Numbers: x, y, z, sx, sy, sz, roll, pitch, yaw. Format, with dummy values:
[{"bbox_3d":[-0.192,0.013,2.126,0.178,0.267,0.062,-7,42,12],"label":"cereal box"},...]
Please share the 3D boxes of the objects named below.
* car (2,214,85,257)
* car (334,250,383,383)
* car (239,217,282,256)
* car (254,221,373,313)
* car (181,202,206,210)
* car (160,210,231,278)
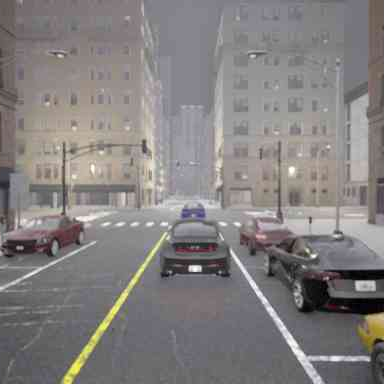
[{"bbox_3d":[-5.659,1.601,13.179,1.887,1.381,4.507,-1,0,0],"label":"car"},{"bbox_3d":[2.868,1.535,2.166,1.752,1.417,4.829,-1,0,0],"label":"car"},{"bbox_3d":[2.886,1.638,13.168,1.802,1.307,4.206,-1,0,0],"label":"car"},{"bbox_3d":[2.877,1.598,7.582,1.947,1.339,4.313,-1,0,0],"label":"car"},{"bbox_3d":[0.126,1.592,27.134,1.882,1.535,5.008,0,0,0],"label":"car"},{"bbox_3d":[0.092,1.550,10.256,1.837,1.490,4.892,0,0,0],"label":"car"}]
